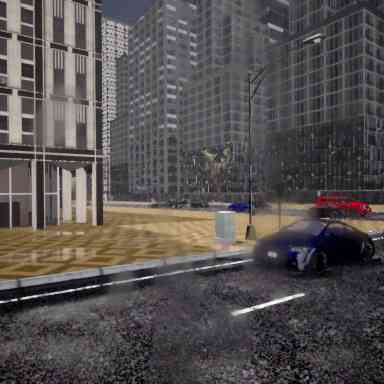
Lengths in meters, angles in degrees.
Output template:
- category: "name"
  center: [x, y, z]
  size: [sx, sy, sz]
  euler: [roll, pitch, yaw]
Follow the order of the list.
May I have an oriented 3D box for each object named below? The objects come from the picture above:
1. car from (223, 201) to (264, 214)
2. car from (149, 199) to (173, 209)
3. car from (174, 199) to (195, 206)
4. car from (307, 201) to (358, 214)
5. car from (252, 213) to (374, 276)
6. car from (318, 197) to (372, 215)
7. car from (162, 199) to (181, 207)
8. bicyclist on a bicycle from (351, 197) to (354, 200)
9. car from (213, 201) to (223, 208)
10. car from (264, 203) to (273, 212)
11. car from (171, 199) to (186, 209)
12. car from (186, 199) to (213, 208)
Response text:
- category: "car"
  center: [6.591, 2.035, 42.998]
  size: [1.812, 1.442, 4.674]
  euler: [-1, 0, -35]
- category: "car"
  center: [-5.968, 2.452, 60.887]
  size: [1.895, 1.301, 4.718]
  euler: [-1, -1, -35]
- category: "car"
  center: [-1.726, 2.224, 71.769]
  size: [2.128, 1.511, 4.902]
  euler: [-1, -1, -35]
- category: "car"
  center: [13.627, 1.880, 33.063]
  size: [1.994, 1.385, 4.181]
  euler: [-1, -1, -35]
- category: "car"
  center: [3.870, 1.563, 10.454]
  size: [4.181, 1.385, 1.994]
  euler: [0, 0, -36]
- category: "car"
  center: [15.957, 1.518, 35.392]
  size: [2.150, 2.045, 5.566]
  euler: [-1, -1, -35]
- category: "car"
  center: [-4.378, 2.252, 69.890]
  size: [1.812, 1.442, 4.674]
  euler: [-1, -1, -35]
- category: "bicyclist on a bicycle"
  center: [21.996, 1.578, 45.642]
  size: [1.656, 1.620, 0.582]
  euler: [-1, 0, -35]
- category: "car"
  center: [4.040, 2.311, 63.634]
  size: [1.895, 1.301, 4.718]
  euler: [-1, -1, -35]
- category: "car"
  center: [8.830, 1.994, 45.459]
  size: [1.837, 1.490, 4.892]
  euler: [-1, 0, -35]
- category: "car"
  center: [-3.464, 2.341, 62.976]
  size: [1.837, 1.490, 4.892]
  euler: [-1, -1, -35]
- category: "car"
  center: [1.304, 2.305, 61.971]
  size: [1.994, 1.385, 4.181]
  euler: [-1, -1, -35]
